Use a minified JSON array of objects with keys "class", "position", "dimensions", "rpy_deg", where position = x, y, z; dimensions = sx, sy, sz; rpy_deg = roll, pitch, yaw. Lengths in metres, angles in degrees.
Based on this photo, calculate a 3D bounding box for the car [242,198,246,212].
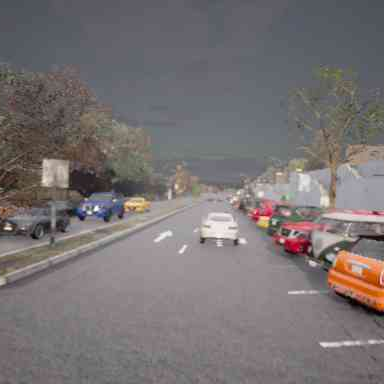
[{"class":"car","position":[8.055,1.985,34.686],"dimensions":[4.553,1.767,2.185],"rpy_deg":[4,0,-15]}]

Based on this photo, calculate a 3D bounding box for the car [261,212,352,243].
[{"class":"car","position":[6.746,2.064,19.727],"dimensions":[4.674,1.452,2.002],"rpy_deg":[4,0,-15]}]

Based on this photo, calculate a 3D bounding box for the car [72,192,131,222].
[{"class":"car","position":[-6.689,1.063,25.263],"dimensions":[2.150,2.045,5.566],"rpy_deg":[3,0,5]}]

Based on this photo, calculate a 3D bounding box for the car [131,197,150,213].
[{"class":"car","position":[-5.816,1.379,35.716],"dimensions":[1.882,1.535,5.008],"rpy_deg":[3,0,5]}]

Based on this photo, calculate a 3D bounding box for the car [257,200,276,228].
[{"class":"car","position":[6.534,1.760,16.739],"dimensions":[5.566,2.045,2.435],"rpy_deg":[4,0,-15]}]

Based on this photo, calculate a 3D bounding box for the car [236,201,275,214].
[{"class":"car","position":[9.439,2.247,49.684],"dimensions":[5.366,1.575,1.946],"rpy_deg":[4,-1,-15]}]

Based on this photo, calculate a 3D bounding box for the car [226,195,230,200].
[{"class":"car","position":[11.794,2.321,79.554],"dimensions":[5.566,2.045,2.435],"rpy_deg":[4,0,-15]}]

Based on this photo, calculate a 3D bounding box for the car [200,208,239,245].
[{"class":"car","position":[1.461,1.786,17.478],"dimensions":[1.812,1.442,4.674],"rpy_deg":[3,0,5]}]

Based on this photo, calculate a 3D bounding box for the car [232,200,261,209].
[{"class":"car","position":[10.498,2.422,64.585],"dimensions":[5.008,1.535,2.097],"rpy_deg":[4,-1,-15]}]

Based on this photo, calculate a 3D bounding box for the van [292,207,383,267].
[{"class":"van","position":[5.844,1.744,10.703],"dimensions":[4.442,1.987,1.878],"rpy_deg":[4,0,-15]}]

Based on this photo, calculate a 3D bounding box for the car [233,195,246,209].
[{"class":"car","position":[8.805,1.928,43.668],"dimensions":[5.566,2.045,2.435],"rpy_deg":[4,-1,-15]}]

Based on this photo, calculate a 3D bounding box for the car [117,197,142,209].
[{"class":"car","position":[-8.139,1.371,43.711],"dimensions":[1.994,1.385,4.181],"rpy_deg":[3,0,5]}]

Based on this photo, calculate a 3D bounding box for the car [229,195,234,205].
[{"class":"car","position":[9.750,2.054,55.600],"dimensions":[5.566,2.045,2.435],"rpy_deg":[4,0,-15]}]

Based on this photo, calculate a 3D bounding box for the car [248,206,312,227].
[{"class":"car","position":[7.540,2.103,28.713],"dimensions":[4.792,1.488,2.163],"rpy_deg":[4,0,-15]}]

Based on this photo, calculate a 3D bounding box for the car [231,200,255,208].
[{"class":"car","position":[11.252,2.567,73.553],"dimensions":[4.674,1.452,2.002],"rpy_deg":[4,0,-15]}]

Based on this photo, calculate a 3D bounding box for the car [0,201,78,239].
[{"class":"car","position":[-7.528,1.355,15.944],"dimensions":[1.994,1.385,4.181],"rpy_deg":[3,0,5]}]

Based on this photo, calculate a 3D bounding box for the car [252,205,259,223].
[{"class":"car","position":[7.190,2.049,22.768],"dimensions":[5.366,1.575,1.946],"rpy_deg":[4,0,-15]}]

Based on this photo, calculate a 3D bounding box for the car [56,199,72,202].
[{"class":"car","position":[-9.743,1.248,24.752],"dimensions":[1.994,1.385,4.181],"rpy_deg":[3,0,6]}]

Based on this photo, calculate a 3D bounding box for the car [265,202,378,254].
[{"class":"car","position":[6.211,1.740,13.720],"dimensions":[5.566,2.045,2.435],"rpy_deg":[4,0,-15]}]

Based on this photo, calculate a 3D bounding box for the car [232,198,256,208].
[{"class":"car","position":[11.042,2.370,70.573],"dimensions":[4.553,1.767,2.185],"rpy_deg":[4,0,-15]}]

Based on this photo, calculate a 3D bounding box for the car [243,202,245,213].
[{"class":"car","position":[7.772,2.091,31.688],"dimensions":[4.892,1.521,2.231],"rpy_deg":[4,0,-15]}]

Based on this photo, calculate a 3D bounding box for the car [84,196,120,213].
[{"class":"car","position":[-8.988,1.211,33.714],"dimensions":[1.882,1.535,5.008],"rpy_deg":[3,0,5]}]

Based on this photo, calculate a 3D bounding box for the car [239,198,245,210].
[{"class":"car","position":[8.241,2.001,37.666],"dimensions":[4.553,1.767,2.185],"rpy_deg":[4,0,-15]}]

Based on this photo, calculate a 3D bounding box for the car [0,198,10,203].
[{"class":"car","position":[-10.506,0.988,16.158],"dimensions":[2.097,1.767,4.553],"rpy_deg":[3,0,5]}]

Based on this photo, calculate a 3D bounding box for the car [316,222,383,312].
[{"class":"car","position":[5.618,1.832,7.733],"dimensions":[4.553,1.767,2.185],"rpy_deg":[4,0,-14]}]

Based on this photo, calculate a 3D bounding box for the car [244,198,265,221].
[{"class":"car","position":[7.307,1.807,25.720],"dimensions":[5.566,2.045,2.435],"rpy_deg":[4,0,-15]}]
